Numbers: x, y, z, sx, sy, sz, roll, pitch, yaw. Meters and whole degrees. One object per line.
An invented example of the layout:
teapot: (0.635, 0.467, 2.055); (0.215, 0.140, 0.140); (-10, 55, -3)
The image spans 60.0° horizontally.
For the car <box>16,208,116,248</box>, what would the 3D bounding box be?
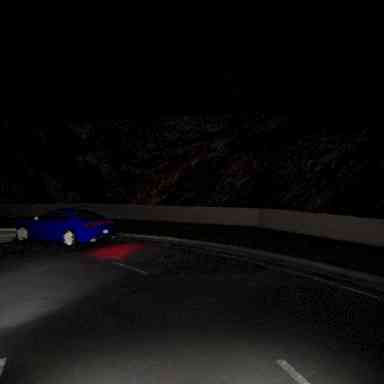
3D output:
car: (-5.714, 1.479, 14.863); (5.008, 1.535, 1.882); (0, -1, 29)
